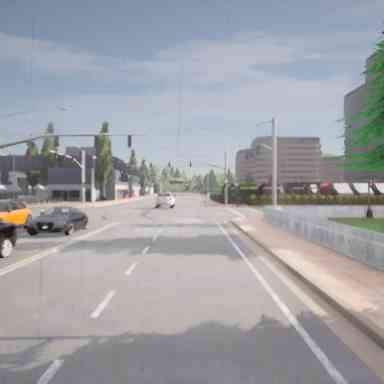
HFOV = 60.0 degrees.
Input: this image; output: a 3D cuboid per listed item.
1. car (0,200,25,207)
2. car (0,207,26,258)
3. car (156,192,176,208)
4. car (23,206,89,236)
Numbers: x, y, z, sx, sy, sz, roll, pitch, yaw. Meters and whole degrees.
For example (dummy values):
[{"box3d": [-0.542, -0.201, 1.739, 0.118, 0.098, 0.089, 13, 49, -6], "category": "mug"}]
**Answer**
[{"box3d": [-10.497, 1.271, 17.841, 2.097, 1.767, 4.553, 0, 0, 0], "category": "car"}, {"box3d": [-7.076, 1.434, 9.599, 1.882, 1.535, 5.008, 0, 1, 0], "category": "car"}, {"box3d": [-3.393, 1.026, 43.210, 2.150, 2.045, 5.566, 0, 0, 0], "category": "car"}, {"box3d": [-6.997, 1.484, 17.811, 1.994, 1.385, 4.181, 0, 0, 0], "category": "car"}]
